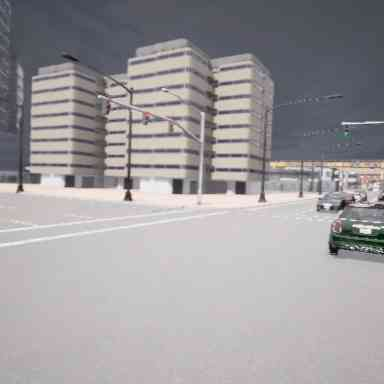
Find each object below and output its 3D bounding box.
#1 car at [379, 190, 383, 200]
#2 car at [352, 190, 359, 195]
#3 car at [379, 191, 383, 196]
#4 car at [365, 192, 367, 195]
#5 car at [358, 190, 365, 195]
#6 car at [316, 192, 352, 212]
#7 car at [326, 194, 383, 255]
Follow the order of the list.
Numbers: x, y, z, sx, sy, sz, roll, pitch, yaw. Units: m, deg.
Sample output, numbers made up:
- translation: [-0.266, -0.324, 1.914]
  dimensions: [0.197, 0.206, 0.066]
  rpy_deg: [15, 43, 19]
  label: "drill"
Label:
- translation: [36.537, 0.568, 62.713]
  dimensions: [2.097, 1.767, 4.553]
  rpy_deg: [3, 2, 31]
  label: "car"
- translation: [17.048, 0.832, 37.016]
  dimensions: [1.882, 1.535, 5.008]
  rpy_deg: [3, 2, 31]
  label: "car"
- translation: [31.374, 0.913, 54.076]
  dimensions: [1.895, 1.301, 4.718]
  rpy_deg: [3, 2, 31]
  label: "car"
- translation: [27.145, 0.515, 53.785]
  dimensions: [2.097, 1.767, 4.553]
  rpy_deg: [3, 2, 31]
  label: "car"
- translation: [21.913, 0.790, 45.048]
  dimensions: [1.812, 1.442, 4.674]
  rpy_deg: [3, 2, 31]
  label: "car"
- translation: [12.184, 0.938, 28.923]
  dimensions: [2.128, 1.511, 4.902]
  rpy_deg: [3, 2, 31]
  label: "car"
- translation: [6.259, 1.160, 11.728]
  dimensions: [2.097, 1.767, 4.553]
  rpy_deg: [3, 2, 31]
  label: "car"
